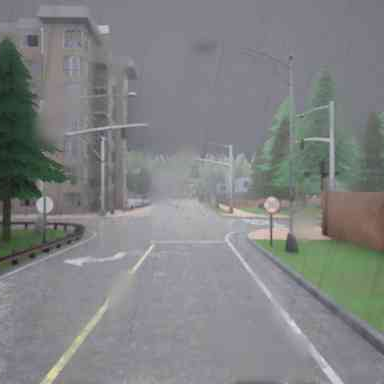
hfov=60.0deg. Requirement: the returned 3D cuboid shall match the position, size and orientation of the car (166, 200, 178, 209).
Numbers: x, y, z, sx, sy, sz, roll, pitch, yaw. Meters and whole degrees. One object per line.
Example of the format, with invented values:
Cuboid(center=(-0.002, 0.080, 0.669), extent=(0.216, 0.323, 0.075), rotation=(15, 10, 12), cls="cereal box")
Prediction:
Cuboid(center=(-3.507, 2.136, 57.758), extent=(1.812, 1.442, 4.674), rotation=(0, -1, 0), cls="car")
